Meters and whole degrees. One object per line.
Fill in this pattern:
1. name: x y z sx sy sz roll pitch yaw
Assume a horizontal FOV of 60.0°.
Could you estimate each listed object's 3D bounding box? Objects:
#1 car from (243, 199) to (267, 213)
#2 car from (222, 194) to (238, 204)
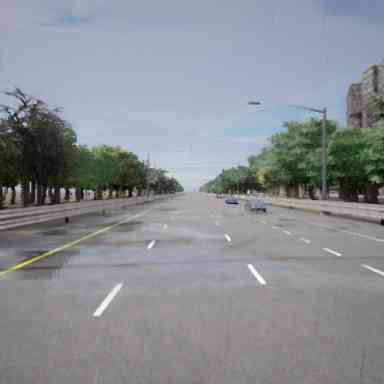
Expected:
1. car: 7.074 1.550 37.639 2.033 1.411 5.357 0 0 0
2. car: 7.139 1.568 61.176 1.994 1.385 4.181 0 0 0
